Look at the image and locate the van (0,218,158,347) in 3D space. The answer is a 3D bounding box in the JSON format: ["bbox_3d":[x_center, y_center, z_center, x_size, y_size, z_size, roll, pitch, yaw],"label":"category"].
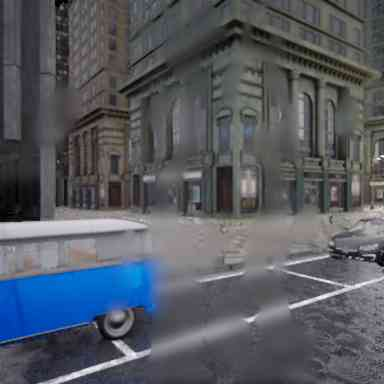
[{"bbox_3d":[-2.458,1.340,4.898,3.998,1.788,1.690,0,0,-36],"label":"van"}]

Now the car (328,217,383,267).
[{"bbox_3d":[6.355,1.533,11.187,4.403,1.369,2.008,0,0,-36],"label":"car"}]
